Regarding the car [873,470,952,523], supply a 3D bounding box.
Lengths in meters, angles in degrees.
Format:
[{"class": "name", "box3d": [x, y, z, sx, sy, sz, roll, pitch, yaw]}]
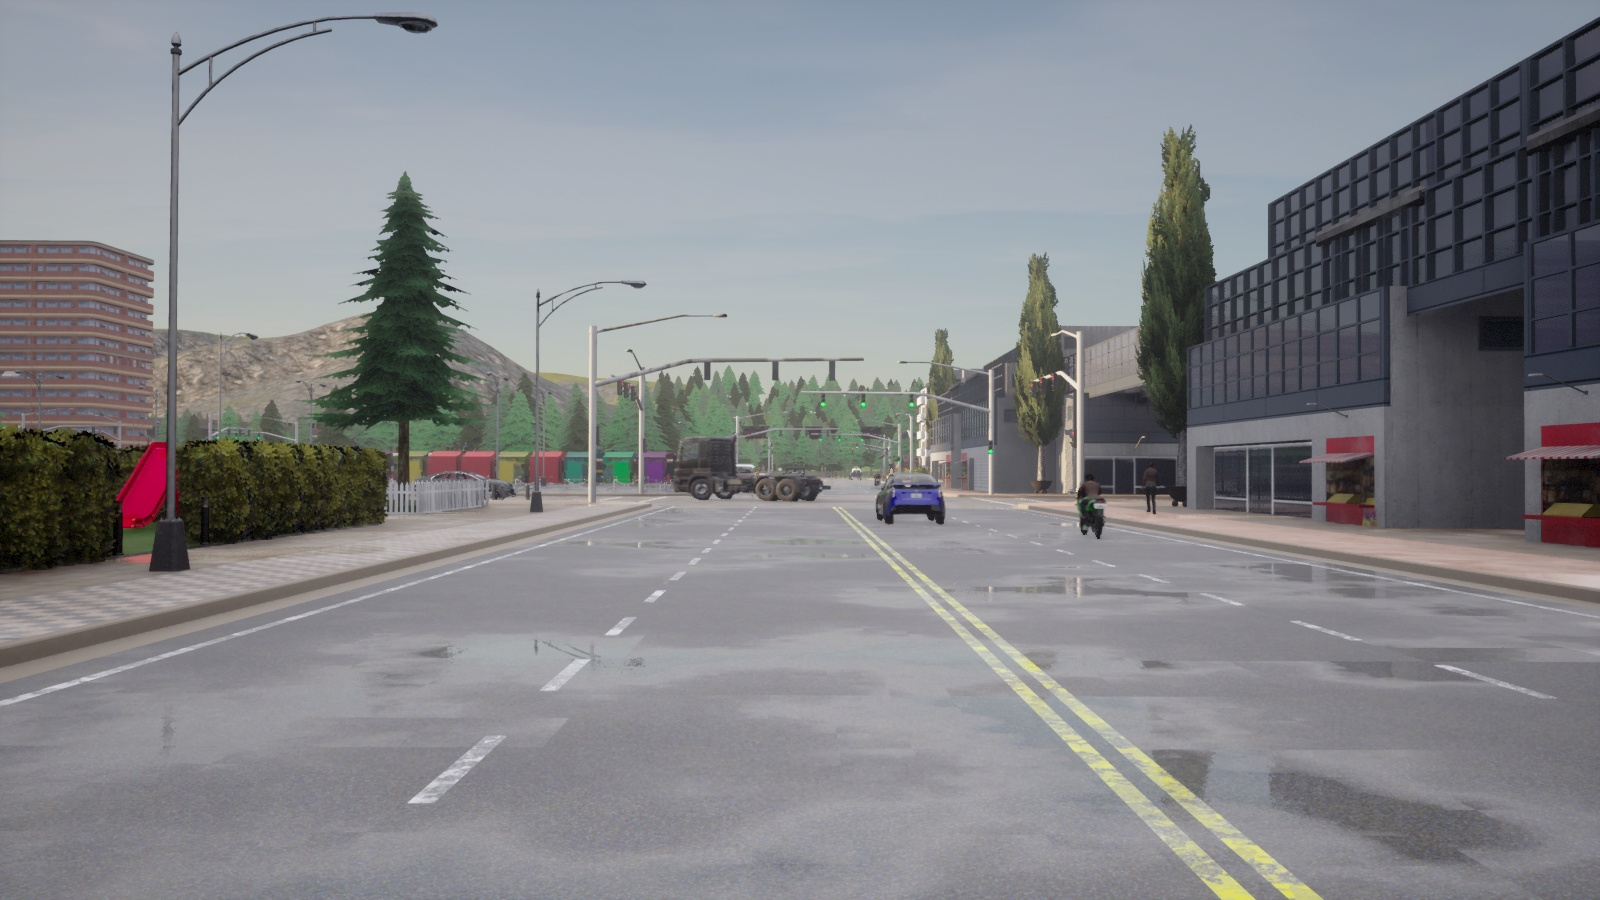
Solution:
[{"class": "car", "box3d": [3.404, 1.398, 38.836, 2.007, 1.525, 4.514, 0, -1, 0]}]

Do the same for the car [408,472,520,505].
[{"class": "car", "box3d": [-16.275, 1.858, 61.007, 4.902, 1.511, 2.128, 0, -1, 0]}]

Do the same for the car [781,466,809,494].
[{"class": "car", "box3d": [-0.334, 2.079, 87.593, 1.905, 1.878, 3.866, 0, -1, 1]}]

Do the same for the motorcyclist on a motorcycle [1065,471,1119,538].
[{"class": "motorcyclist on a motorcycle", "box3d": [6.926, 1.270, 29.902, 0.797, 1.523, 2.044, 0, -1, 0]}]

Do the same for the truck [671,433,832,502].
[{"class": "truck", "box3d": [-2.533, 0.938, 65.410, 7.936, 3.462, 2.891, -1, -1, 26]}]

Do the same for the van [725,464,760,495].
[{"class": "van", "box3d": [-3.870, 1.979, 85.083, 2.069, 2.038, 4.480, 0, -1, 1]}]

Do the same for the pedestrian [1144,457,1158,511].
[{"class": "pedestrian", "box3d": [11.905, 1.139, 42.604, 0.328, 1.805, 0.869, 0, -1, 7]}]
